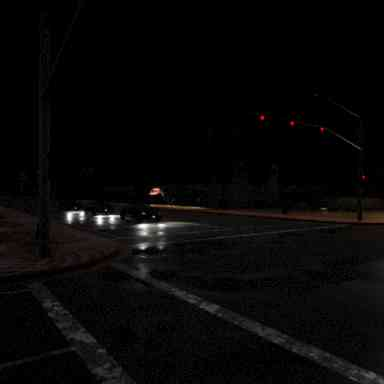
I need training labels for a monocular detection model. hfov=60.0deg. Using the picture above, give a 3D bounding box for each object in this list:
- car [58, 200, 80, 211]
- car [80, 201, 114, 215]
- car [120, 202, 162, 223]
[{"bbox_3d":[-15.203,1.601,41.621,1.895,1.301,4.718,0,0,-35],"label":"car"},{"bbox_3d":[-9.369,1.564,33.409,1.994,1.385,4.181,0,0,-35],"label":"car"},{"bbox_3d":[-4.143,1.526,26.089,1.812,1.442,4.674,0,0,-36],"label":"car"}]
